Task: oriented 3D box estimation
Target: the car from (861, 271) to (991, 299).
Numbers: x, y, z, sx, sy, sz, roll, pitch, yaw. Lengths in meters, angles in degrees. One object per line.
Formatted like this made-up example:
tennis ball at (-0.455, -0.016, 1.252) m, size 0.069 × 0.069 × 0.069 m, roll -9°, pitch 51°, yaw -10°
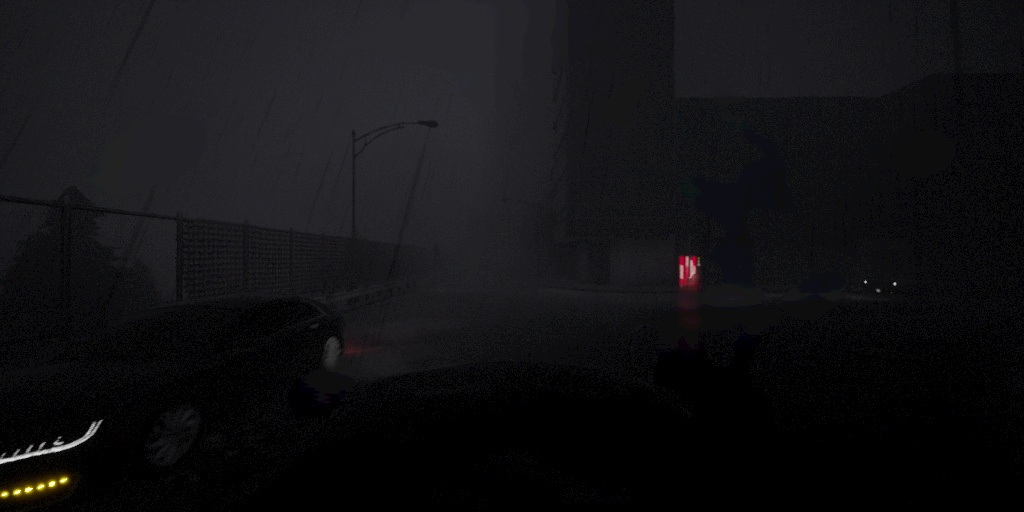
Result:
car at (20.804, 1.446, 18.194) m, size 4.718 × 1.301 × 1.895 m, roll 0°, pitch 0°, yaw 0°

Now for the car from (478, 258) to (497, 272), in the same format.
car at (-3.961, 1.395, 54.734) m, size 2.150 × 2.045 × 5.566 m, roll 0°, pitch 1°, yaw 0°

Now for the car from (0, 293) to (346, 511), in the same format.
car at (-3.998, 1.331, 4.783) m, size 1.837 × 1.490 × 4.892 m, roll 0°, pitch 0°, yaw 0°
